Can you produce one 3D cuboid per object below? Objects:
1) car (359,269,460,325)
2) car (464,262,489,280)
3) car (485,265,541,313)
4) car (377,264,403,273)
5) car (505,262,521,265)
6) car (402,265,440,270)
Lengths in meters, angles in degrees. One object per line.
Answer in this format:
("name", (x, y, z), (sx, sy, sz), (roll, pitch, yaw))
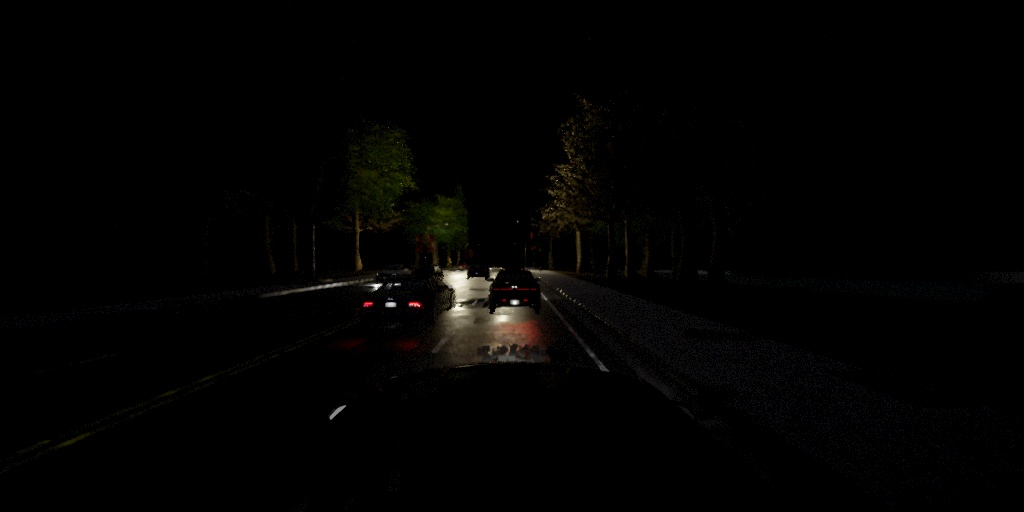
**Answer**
("car", (-3.150, 1.324, 11.830), (2.033, 1.411, 5.357), (0, 0, 0))
("car", (-3.151, 1.427, 34.418), (1.882, 1.535, 5.008), (0, -1, 0))
("car", (0.095, 1.293, 14.303), (1.837, 1.490, 4.892), (0, 0, 0))
("car", (-9.847, 1.430, 30.010), (1.812, 1.442, 4.674), (0, -1, 0))
("car", (0.099, 1.280, 32.349), (2.097, 1.767, 4.553), (0, -1, 0))
("car", (-6.599, 1.434, 28.087), (2.033, 1.411, 5.357), (0, -1, 0))
